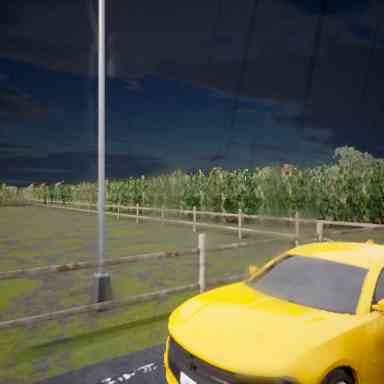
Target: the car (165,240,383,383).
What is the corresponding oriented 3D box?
[{"bbox_3d":[1.998,1.482,4.504,5.008,1.535,1.882,0,0,-36],"label":"car"}]
